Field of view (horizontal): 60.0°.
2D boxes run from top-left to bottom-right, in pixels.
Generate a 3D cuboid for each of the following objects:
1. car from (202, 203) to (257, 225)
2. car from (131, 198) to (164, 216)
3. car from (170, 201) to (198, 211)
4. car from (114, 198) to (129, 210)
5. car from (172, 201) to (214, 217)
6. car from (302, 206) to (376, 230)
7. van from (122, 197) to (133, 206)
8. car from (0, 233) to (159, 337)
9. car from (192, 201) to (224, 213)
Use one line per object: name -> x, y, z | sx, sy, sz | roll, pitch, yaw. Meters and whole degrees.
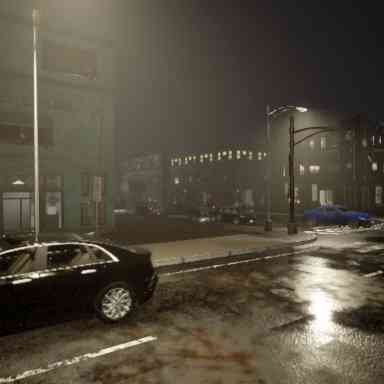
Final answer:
car -> 3.133, 1.813, 26.322 | 1.947, 1.339, 4.313 | -2, 0, -35
car -> -4.819, 1.845, 37.697 | 1.967, 1.590, 4.097 | -1, 0, -35
car -> -1.199, 1.964, 47.068 | 1.802, 1.307, 4.206 | -2, 0, -35
car -> -12.241, 2.126, 52.725 | 1.994, 1.385, 4.181 | -1, 0, -35
car -> 0.110, 1.871, 35.261 | 2.033, 1.411, 5.357 | -1, 0, -35
car -> 9.667, 1.644, 22.257 | 1.812, 1.442, 4.674 | -1, -1, -38
van -> -10.835, 1.905, 60.596 | 1.690, 1.788, 3.998 | -1, 0, -35
car -> -2.922, 1.506, 5.565 | 4.892, 1.490, 1.837 | 1, 0, -35
car -> 2.010, 1.902, 42.559 | 1.802, 1.307, 4.206 | -2, 0, -35
